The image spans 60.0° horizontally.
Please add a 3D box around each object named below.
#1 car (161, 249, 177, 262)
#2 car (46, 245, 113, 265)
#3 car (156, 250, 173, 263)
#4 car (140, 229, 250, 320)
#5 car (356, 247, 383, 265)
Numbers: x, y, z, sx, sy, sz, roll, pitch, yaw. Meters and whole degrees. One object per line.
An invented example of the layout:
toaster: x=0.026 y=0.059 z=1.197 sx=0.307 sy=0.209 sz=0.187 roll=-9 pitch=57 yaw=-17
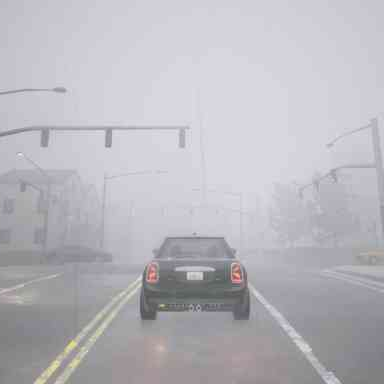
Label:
car: x=-3.645 y=10.342 z=54.281 sx=2.150 sy=2.045 sz=5.566 roll=0 pitch=-11 yaw=0
car: x=-8.593 y=4.848 z=25.639 sx=4.892 sy=1.490 sz=1.837 roll=3 pitch=-11 yaw=-13
car: x=-3.634 y=8.630 z=44.401 sx=1.882 sy=1.535 sz=5.008 roll=0 pitch=-11 yaw=0
car: x=0.063 y=1.807 z=8.232 sx=2.097 sy=1.767 sz=4.553 roll=0 pitch=-7 yaw=0
car: x=16.469 y=5.363 z=28.064 sx=5.008 sy=1.535 sz=1.882 roll=0 pitch=-11 yaw=1
